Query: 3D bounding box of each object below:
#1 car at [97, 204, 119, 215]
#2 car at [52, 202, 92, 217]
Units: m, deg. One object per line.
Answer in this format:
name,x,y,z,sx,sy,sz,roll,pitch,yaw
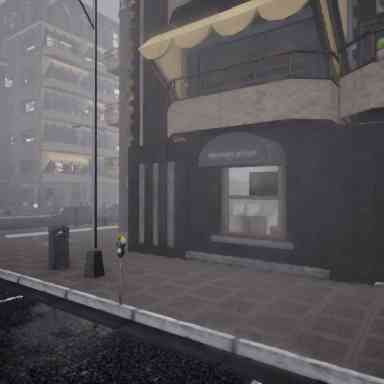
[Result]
car,-9.459,2.064,39.919,1.802,1.307,4.206,-1,-1,35
car,-12.743,1.821,35.295,1.967,1.590,4.097,-1,-1,35
